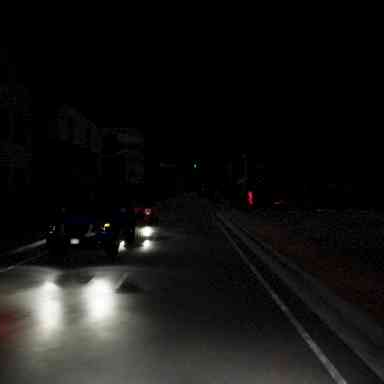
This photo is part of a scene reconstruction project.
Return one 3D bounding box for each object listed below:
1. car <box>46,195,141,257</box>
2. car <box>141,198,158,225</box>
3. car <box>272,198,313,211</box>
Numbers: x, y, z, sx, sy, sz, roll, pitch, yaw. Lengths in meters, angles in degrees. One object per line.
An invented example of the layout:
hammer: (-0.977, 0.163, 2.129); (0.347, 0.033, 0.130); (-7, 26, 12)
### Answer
car: (-3.596, 1.145, 12.968); (2.150, 2.045, 5.566); (0, 0, 0)
car: (-3.560, 1.218, 22.860); (2.097, 1.767, 4.553); (0, 0, 0)
car: (11.740, 1.475, 38.825); (4.674, 1.442, 1.812); (0, 0, 0)
